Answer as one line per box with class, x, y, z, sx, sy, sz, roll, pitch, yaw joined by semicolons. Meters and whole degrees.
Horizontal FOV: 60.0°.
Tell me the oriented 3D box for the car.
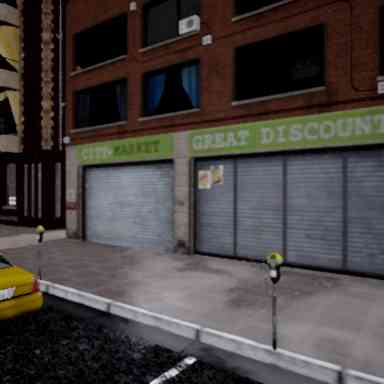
car;-4.729;1.482;6.243;4.829;1.417;1.752;0;0;35
